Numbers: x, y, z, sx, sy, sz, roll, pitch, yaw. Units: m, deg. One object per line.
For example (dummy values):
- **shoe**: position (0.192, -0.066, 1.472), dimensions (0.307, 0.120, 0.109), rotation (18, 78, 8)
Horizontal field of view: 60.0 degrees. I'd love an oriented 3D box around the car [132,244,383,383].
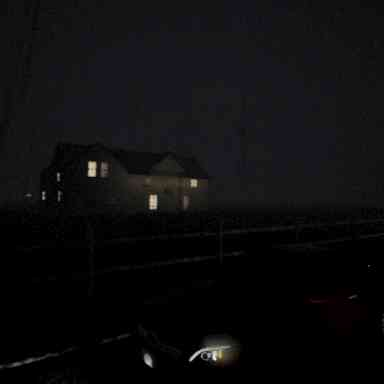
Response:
- **car**: position (1.412, 1.571, 4.979), dimensions (4.674, 1.442, 1.812), rotation (1, -1, -36)
